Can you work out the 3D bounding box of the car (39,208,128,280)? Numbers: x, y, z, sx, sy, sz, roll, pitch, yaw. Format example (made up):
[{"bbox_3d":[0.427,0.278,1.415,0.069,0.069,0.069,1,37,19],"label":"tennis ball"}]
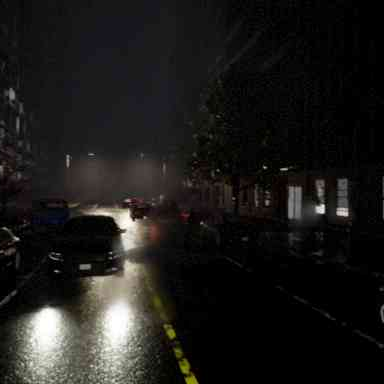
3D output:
[{"bbox_3d":[-3.061,1.457,10.141,1.882,1.535,5.008,1,0,-14],"label":"car"}]

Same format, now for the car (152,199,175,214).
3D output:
[{"bbox_3d":[-2.513,1.450,31.730,1.967,1.590,4.097,1,0,-14],"label":"car"}]

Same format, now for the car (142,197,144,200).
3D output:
[{"bbox_3d":[-9.317,1.475,59.367,1.887,1.381,4.507,1,0,-14],"label":"car"}]

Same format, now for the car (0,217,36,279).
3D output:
[{"bbox_3d":[-5.211,1.498,7.620,2.008,1.369,4.403,1,0,-14],"label":"car"}]

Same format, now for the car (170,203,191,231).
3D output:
[{"bbox_3d":[0.206,1.588,20.675,2.008,1.369,4.403,1,0,-14],"label":"car"}]

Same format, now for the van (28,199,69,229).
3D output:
[{"bbox_3d":[-7.929,1.268,18.676,1.690,1.788,3.998,1,0,-14],"label":"van"}]

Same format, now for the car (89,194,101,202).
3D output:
[{"bbox_3d":[-20.176,1.325,68.425,1.887,1.381,4.507,1,0,-14],"label":"car"}]

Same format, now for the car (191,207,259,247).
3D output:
[{"bbox_3d":[1.566,1.600,15.147,2.008,1.369,4.403,1,0,-14],"label":"car"}]

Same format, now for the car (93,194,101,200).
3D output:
[{"bbox_3d":[-24.257,1.261,85.009,1.887,1.381,4.507,1,0,-14],"label":"car"}]

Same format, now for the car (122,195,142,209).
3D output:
[{"bbox_3d":[-8.071,1.504,43.379,1.994,1.385,4.181,1,0,-14],"label":"car"}]

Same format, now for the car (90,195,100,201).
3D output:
[{"bbox_3d":[-21.537,1.341,73.954,1.802,1.307,4.206,1,0,-14],"label":"car"}]

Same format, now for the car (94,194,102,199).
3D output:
[{"bbox_3d":[-25.618,1.259,90.536,1.947,1.339,4.313,1,0,-14],"label":"car"}]

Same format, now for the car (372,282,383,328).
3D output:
[{"bbox_3d":[4.287,1.647,4.092,1.802,1.307,4.206,1,0,-14],"label":"car"}]

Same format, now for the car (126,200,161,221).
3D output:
[{"bbox_3d":[-3.963,1.588,26.634,1.895,1.301,4.718,1,0,-13],"label":"car"}]
